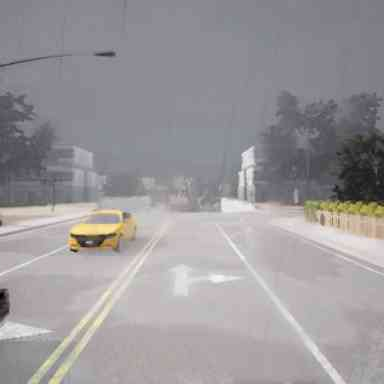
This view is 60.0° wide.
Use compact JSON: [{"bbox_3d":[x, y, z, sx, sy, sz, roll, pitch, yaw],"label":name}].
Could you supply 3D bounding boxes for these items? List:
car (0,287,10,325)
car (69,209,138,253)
[{"bbox_3d":[-3.598,1.608,2.639,1.895,1.301,4.718,0,0,0],"label":"car"},{"bbox_3d":[-3.569,1.512,14.152,1.882,1.535,5.008,0,0,1],"label":"car"}]
